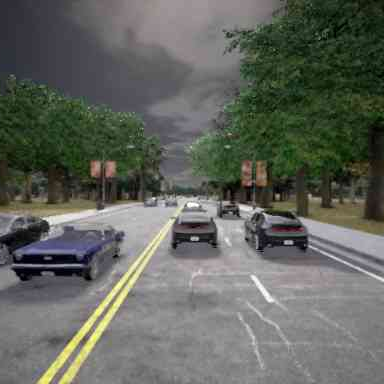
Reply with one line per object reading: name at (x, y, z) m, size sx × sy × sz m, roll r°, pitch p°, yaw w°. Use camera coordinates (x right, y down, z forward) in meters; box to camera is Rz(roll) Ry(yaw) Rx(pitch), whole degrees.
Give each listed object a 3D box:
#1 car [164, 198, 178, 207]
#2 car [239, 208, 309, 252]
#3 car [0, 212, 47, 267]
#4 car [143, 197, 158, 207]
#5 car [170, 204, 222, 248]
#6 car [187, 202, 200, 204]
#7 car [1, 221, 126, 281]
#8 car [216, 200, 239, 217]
car at (-3.297, 1.642, 53.098) m, size 1.812 × 1.442 × 4.674 m, roll 0°, pitch 0°, yaw 0°
car at (3.353, 1.512, 13.958) m, size 1.837 × 1.490 × 4.892 m, roll 0°, pitch 0°, yaw 0°
car at (-6.599, 1.495, 11.485) m, size 2.128 × 1.511 × 4.902 m, roll 0°, pitch 0°, yaw 0°
car at (-6.555, 1.607, 52.966) m, size 2.128 × 1.511 × 4.902 m, roll 0°, pitch 0°, yaw 0°
car at (0.102, 1.514, 14.864) m, size 1.837 × 1.490 × 4.892 m, roll 0°, pitch 0°, yaw 0°
car at (0.107, 1.620, 32.075) m, size 1.994 × 1.385 × 4.181 m, roll 0°, pitch 0°, yaw 0°
car at (-3.350, 1.602, 9.949) m, size 1.895 × 1.301 × 4.718 m, roll 0°, pitch 0°, yaw 0°
car at (3.357, 1.559, 31.346) m, size 1.837 × 1.490 × 4.892 m, roll 0°, pitch 0°, yaw 0°
